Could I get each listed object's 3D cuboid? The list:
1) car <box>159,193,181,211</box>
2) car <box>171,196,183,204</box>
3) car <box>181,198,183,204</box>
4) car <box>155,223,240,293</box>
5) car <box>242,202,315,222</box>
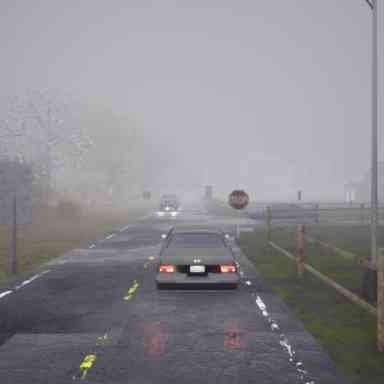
[{"bbox_3d":[-2.835,1.199,41.522,2.150,2.045,5.566,0,0,0],"label":"car"},{"bbox_3d":[-2.775,1.446,61.632,1.837,1.490,4.892,0,0,1],"label":"car"},{"bbox_3d":[-2.807,1.439,51.538,1.882,1.535,5.008,0,0,1],"label":"car"},{"bbox_3d":[0.101,1.547,8.990,2.033,1.411,5.357,0,0,0],"label":"car"},{"bbox_3d":[6.629,1.515,25.607,5.357,1.411,2.033,0,0,-10],"label":"car"}]
